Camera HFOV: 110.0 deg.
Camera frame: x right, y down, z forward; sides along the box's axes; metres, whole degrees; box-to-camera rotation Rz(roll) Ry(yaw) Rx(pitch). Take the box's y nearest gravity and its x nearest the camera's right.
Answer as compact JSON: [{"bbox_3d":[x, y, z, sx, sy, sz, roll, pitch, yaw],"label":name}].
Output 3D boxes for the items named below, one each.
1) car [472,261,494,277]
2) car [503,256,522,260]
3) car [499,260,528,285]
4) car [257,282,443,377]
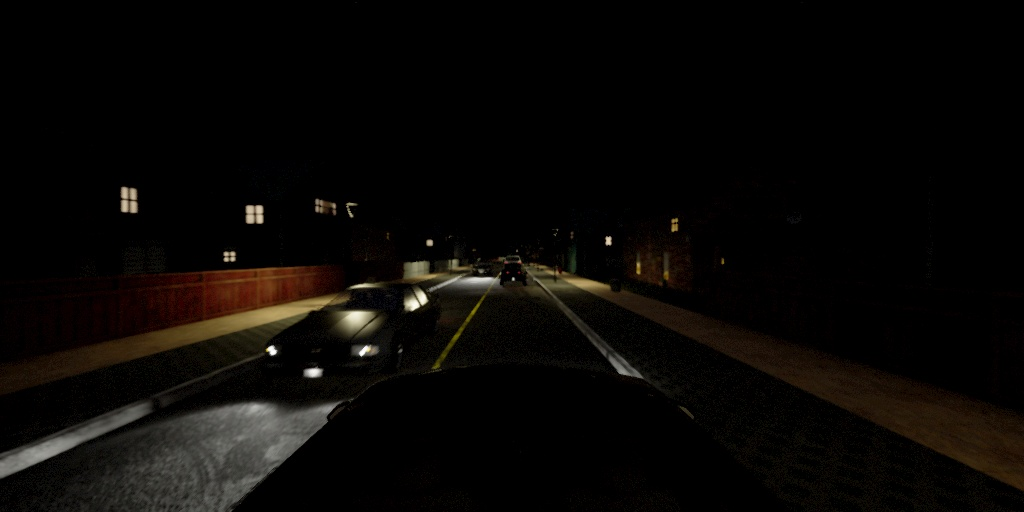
[{"bbox_3d":[-2.853,1.253,36.014,2.128,1.511,4.902,0,0,0],"label":"car"},{"bbox_3d":[0.090,0.987,44.105,2.150,2.045,5.566,0,0,0],"label":"car"},{"bbox_3d":[0.094,1.263,26.310,1.837,1.490,4.892,0,0,0],"label":"car"},{"bbox_3d":[-2.837,1.299,7.828,2.033,1.411,5.357,0,0,1],"label":"car"}]
